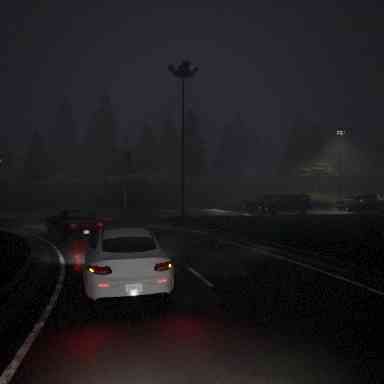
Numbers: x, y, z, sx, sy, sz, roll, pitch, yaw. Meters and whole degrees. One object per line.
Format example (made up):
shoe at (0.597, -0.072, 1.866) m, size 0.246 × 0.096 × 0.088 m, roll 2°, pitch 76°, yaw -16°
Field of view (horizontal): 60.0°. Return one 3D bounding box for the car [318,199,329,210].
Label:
car at (15.674, 1.601, 42.286) m, size 4.718 × 1.301 × 1.895 m, roll 0°, pitch 0°, yaw -14°

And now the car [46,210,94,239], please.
car at (-6.283, 1.601, 17.546) m, size 1.895 × 1.301 × 4.718 m, roll 0°, pitch 0°, yaw -36°

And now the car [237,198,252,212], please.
car at (8.308, 1.221, 36.907) m, size 5.566 × 2.045 × 2.150 m, roll 0°, pitch 0°, yaw -14°

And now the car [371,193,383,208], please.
car at (29.704, 1.214, 49.257) m, size 5.566 × 2.045 × 2.150 m, roll -1°, pitch 0°, yaw -13°

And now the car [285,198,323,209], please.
car at (15.420, 1.526, 45.815) m, size 4.674 × 1.442 × 1.812 m, roll 0°, pitch 0°, yaw -14°

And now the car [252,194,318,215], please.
car at (9.383, 1.222, 33.566) m, size 5.566 × 2.045 × 2.150 m, roll 0°, pitch 0°, yaw -14°

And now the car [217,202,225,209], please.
car at (6.085, 1.547, 43.570) m, size 5.357 × 1.411 × 2.033 m, roll 0°, pitch 0°, yaw -14°

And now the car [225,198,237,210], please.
car at (6.827, 1.526, 40.127) m, size 4.674 × 1.442 × 1.812 m, roll 0°, pitch 0°, yaw -14°

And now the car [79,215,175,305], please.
car at (-1.652, 1.526, 8.095) m, size 1.812 × 1.442 × 4.674 m, roll 0°, pitch 0°, yaw -16°

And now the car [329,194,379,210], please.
car at (19.839, 1.219, 39.688) m, size 5.566 × 2.045 × 2.150 m, roll 0°, pitch 0°, yaw -13°

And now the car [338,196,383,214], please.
car at (18.818, 1.490, 35.843) m, size 4.902 × 1.511 × 2.128 m, roll 0°, pitch 0°, yaw -14°
